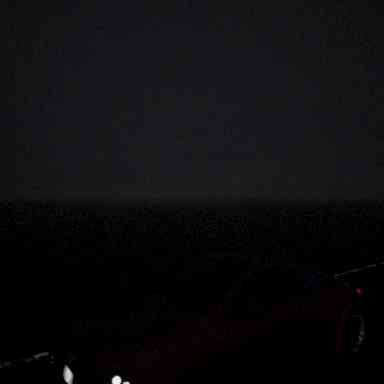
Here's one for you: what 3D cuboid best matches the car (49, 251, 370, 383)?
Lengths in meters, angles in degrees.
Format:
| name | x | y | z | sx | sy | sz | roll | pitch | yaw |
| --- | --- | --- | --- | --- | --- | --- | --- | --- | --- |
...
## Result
| name | x | y | z | sx | sy | sz | roll | pitch | yaw |
| --- | --- | --- | --- | --- | --- | --- | --- | --- | --- |
| car | 0.448 | 1.545 | 4.313 | 4.181 | 1.385 | 1.994 | 0 | 0 | -36 |
